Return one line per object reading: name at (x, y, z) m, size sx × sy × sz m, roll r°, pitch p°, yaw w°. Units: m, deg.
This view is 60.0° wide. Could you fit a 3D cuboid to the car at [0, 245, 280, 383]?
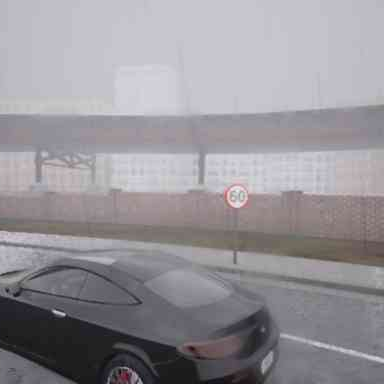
car at (-1.215, 1.480, 4.491) m, size 4.674 × 1.442 × 1.812 m, roll 0°, pitch 1°, yaw 32°
